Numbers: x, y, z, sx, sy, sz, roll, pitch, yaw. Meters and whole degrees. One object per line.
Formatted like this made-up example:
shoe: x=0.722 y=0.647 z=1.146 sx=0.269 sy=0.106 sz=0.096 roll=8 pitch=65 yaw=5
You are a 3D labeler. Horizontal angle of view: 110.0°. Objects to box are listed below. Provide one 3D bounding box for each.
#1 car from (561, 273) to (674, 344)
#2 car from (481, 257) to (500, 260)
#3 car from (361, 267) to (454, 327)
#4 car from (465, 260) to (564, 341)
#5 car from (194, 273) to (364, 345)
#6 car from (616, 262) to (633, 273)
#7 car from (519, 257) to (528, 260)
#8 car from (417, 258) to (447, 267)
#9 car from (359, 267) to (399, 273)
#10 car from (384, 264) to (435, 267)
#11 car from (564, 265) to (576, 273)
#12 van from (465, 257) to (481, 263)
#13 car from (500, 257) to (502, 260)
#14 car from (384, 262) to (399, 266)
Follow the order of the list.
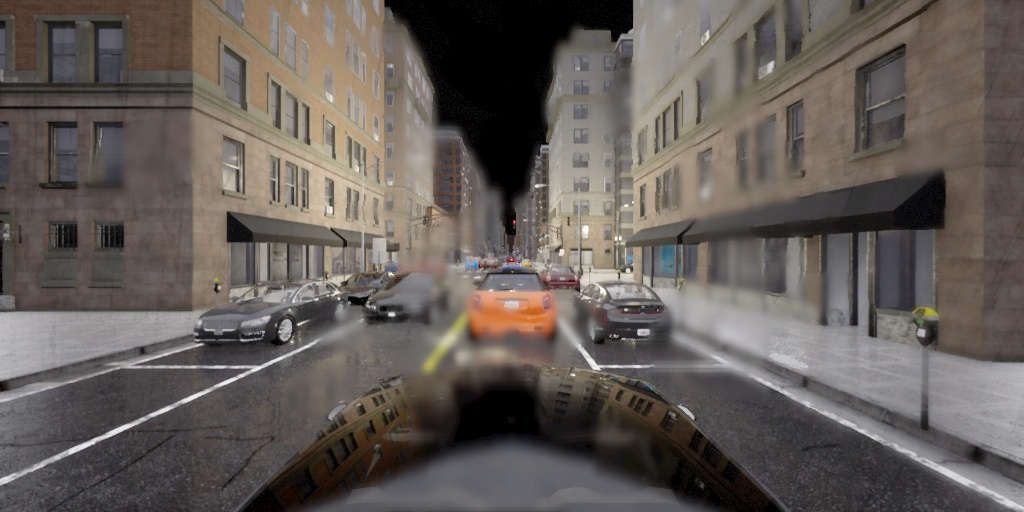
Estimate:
car: x=2.659 y=1.302 z=9.395 sx=2.007 sy=1.370 sz=4.403 roll=0 pitch=0 yaw=0
car: x=-3.162 y=1.233 z=53.465 sx=1.882 sy=1.535 sz=5.008 roll=0 pitch=0 yaw=0
car: x=-3.103 y=1.257 z=11.694 sx=1.837 sy=1.490 sz=4.892 roll=0 pitch=0 yaw=0
car: x=0.009 y=1.104 z=10.009 sx=2.097 sy=1.767 sz=4.553 roll=0 pitch=0 yaw=0
car: x=-5.867 y=1.302 z=9.359 sx=2.007 sy=1.370 sz=4.403 roll=0 pitch=0 yaw=0
car: x=14.508 y=1.252 z=41.088 sx=4.892 sy=1.490 sz=1.837 roll=0 pitch=0 yaw=1
car: x=2.577 y=1.280 z=64.276 sx=1.751 sy=1.417 sz=4.829 roll=0 pitch=0 yaw=0
car: x=-5.892 y=1.069 z=25.930 sx=2.192 sy=1.841 sz=5.009 roll=0 pitch=0 yaw=0
car: x=-5.875 y=1.319 z=14.883 sx=1.948 sy=1.339 sz=4.313 roll=0 pitch=0 yaw=0
car: x=-5.884 y=1.336 z=20.407 sx=1.802 sy=1.307 sz=4.207 roll=0 pitch=0 yaw=0
car: x=2.642 y=1.194 z=20.445 sx=1.967 sy=1.591 sz=4.097 roll=0 pitch=0 yaw=0
van: x=-5.932 y=1.096 z=52.878 sx=1.690 sy=1.789 sz=3.998 roll=0 pitch=0 yaw=0
car: x=-3.157 y=1.281 z=62.808 sx=1.812 sy=1.442 sz=4.674 roll=0 pitch=0 yaw=0
car: x=-12.682 y=1.310 z=37.391 sx=5.357 sy=1.411 sz=2.033 roll=0 pitch=0 yaw=4
